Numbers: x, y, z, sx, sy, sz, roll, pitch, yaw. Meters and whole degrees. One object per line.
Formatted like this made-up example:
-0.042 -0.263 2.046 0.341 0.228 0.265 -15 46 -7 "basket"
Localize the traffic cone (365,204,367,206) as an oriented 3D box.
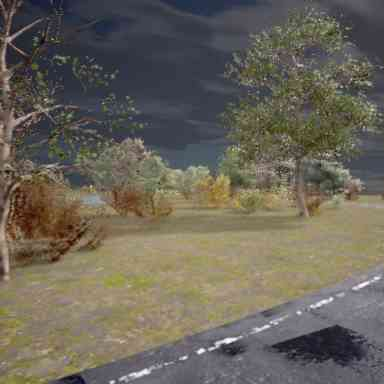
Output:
28.738 2.050 54.891 0.340 0.580 0.340 1 0 7 "traffic cone"
